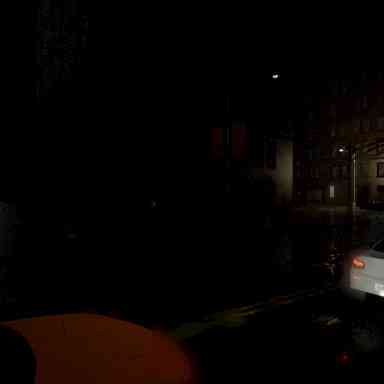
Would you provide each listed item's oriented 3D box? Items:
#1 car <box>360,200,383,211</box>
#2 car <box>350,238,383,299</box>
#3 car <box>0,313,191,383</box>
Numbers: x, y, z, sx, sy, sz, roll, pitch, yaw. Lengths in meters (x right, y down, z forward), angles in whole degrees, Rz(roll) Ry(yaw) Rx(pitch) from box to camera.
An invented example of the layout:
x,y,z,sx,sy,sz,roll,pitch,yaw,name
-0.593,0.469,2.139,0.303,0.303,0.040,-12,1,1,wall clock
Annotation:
x,y,z,sx,sy,sz,roll,pitch,yaw,name
21.944,1.590,38.667,1.994,1.385,4.181,1,0,-36,car
5.238,1.529,7.173,4.674,1.442,1.812,0,0,-35,car
-2.264,1.477,1.828,5.008,1.535,1.882,0,0,-35,car
